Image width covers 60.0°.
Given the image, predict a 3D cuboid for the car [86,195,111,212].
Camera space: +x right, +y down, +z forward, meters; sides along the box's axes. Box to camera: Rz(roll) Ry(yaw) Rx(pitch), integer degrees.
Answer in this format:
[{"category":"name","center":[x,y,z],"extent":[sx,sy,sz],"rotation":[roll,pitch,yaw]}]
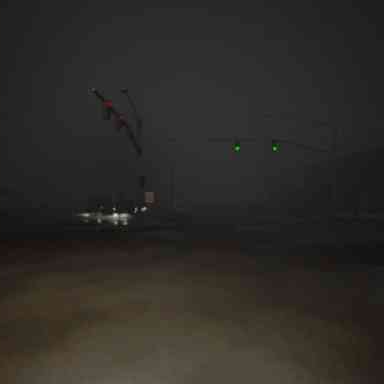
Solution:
[{"category":"car","center":[-11.568,1.420,41.940],"extent":[2.150,2.045,5.566],"rotation":[0,0,1]}]

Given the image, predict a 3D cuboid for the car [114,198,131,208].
[{"category":"car","center":[-11.536,1.768,55.354],"extent":[1.837,1.490,4.892],"rotation":[0,-1,1]}]

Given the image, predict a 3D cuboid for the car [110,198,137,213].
[{"category":"car","center":[-8.084,1.685,40.798],"extent":[2.128,1.511,4.902],"rotation":[0,0,0]}]

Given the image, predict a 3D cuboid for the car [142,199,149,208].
[{"category":"car","center":[-8.031,1.817,53.241],"extent":[1.994,1.385,4.181],"rotation":[0,0,0]}]
